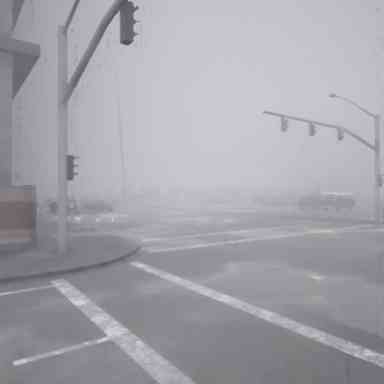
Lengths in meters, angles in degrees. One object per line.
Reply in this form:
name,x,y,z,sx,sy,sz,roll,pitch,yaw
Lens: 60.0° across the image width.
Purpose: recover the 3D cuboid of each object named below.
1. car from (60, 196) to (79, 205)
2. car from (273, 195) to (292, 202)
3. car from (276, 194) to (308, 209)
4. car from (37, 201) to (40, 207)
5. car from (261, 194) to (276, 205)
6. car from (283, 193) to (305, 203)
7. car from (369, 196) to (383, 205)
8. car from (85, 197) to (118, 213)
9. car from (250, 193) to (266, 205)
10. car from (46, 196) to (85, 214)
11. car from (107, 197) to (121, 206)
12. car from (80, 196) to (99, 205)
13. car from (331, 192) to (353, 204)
car,-21.279,1.464,57.479,1.837,1.490,4.892,0,0,-36
car,19.262,1.391,70.395,3.905,1.438,1.784,0,0,-35
car,15.051,1.415,50.238,3.806,1.475,1.970,0,0,-35
car,-24.048,1.516,49.332,2.033,1.411,5.357,0,0,-36
car,13.380,1.384,52.602,3.905,1.438,1.784,0,0,-35
car,20.882,1.180,67.993,4.605,1.855,1.932,0,0,-35
car,30.712,1.419,54.248,3.806,1.475,1.970,0,0,-35
car,-10.078,1.555,35.703,1.895,1.301,4.718,0,0,-36
car,11.790,1.174,54.764,4.605,1.855,1.932,0,0,-35
car,-12.728,1.305,33.394,2.097,1.767,4.553,0,0,-36
car,-12.637,1.485,51.526,1.812,1.442,4.674,0,0,-35
car,-18.436,1.486,59.520,1.812,1.442,4.674,0,0,-36
car,35.175,1.189,78.126,3.866,1.878,1.905,0,0,-35
